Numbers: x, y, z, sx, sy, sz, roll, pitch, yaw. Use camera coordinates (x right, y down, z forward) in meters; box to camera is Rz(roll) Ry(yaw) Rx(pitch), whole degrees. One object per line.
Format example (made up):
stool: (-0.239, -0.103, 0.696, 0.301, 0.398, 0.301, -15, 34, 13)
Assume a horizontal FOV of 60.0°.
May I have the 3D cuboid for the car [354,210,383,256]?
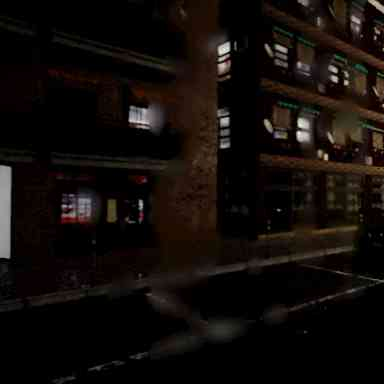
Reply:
car: (8.101, 1.418, 12.334, 5.009, 1.841, 2.192, 1, 0, -35)
